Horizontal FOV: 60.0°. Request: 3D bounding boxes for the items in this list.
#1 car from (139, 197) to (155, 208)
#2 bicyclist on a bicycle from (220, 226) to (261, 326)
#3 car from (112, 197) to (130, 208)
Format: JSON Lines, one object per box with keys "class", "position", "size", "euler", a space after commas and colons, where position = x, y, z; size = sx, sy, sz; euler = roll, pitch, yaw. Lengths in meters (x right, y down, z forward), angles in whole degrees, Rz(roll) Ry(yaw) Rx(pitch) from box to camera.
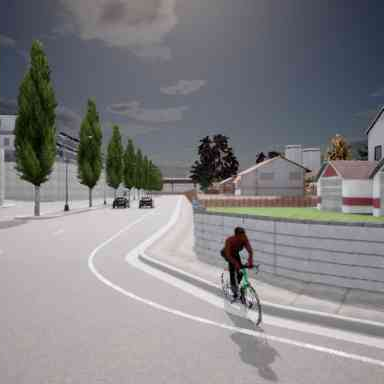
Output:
{"class": "car", "position": [-6.467, 1.505, 47.538], "size": [1.837, 1.490, 4.892], "euler": [0, 0, -2]}
{"class": "bicyclist on a bicycle", "position": [0.835, 1.415, 6.050], "size": [0.582, 1.620, 1.656], "euler": [-5, 6, -16]}
{"class": "car", "position": [-9.963, 1.505, 47.033], "size": [1.837, 1.490, 4.892], "euler": [0, 0, -1]}
